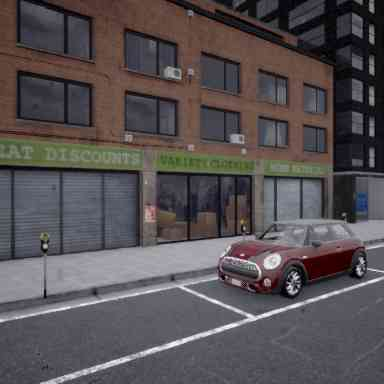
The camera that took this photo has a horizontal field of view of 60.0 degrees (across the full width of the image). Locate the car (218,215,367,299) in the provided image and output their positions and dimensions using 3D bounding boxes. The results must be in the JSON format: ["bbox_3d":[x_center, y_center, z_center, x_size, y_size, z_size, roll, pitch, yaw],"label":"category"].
[{"bbox_3d":[2.584,1.440,8.400,4.097,1.590,1.967,0,0,-36],"label":"car"}]
